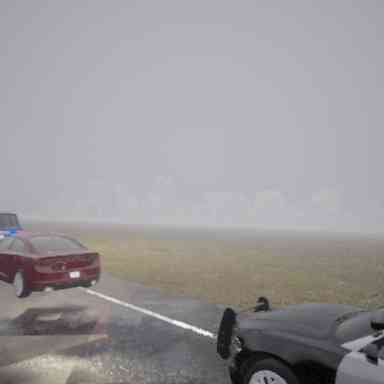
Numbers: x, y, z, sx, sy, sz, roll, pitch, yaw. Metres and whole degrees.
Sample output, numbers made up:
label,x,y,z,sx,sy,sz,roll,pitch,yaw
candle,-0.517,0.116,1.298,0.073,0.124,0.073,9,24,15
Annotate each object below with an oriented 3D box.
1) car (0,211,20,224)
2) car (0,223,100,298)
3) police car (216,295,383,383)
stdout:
label,x,y,z,sx,sy,sz,roll,pitch,yaw
car,-8.961,1.790,13.991,5.566,2.045,2.150,-2,-4,44
car,-4.634,1.911,9.813,5.008,1.535,1.882,-2,-4,44
police car,2.540,1.663,3.058,5.238,1.638,1.930,-1,-4,43
